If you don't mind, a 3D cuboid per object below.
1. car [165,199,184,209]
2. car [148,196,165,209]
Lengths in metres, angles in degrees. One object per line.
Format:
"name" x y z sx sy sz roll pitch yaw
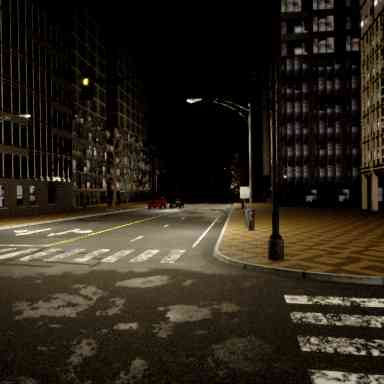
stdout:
"car" -2.492 1.983 54.950 2.128 1.511 4.902 -1 -1 8
"car" -5.718 1.753 55.370 2.150 2.045 5.566 -1 -1 8
